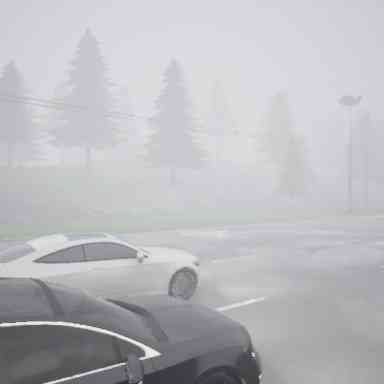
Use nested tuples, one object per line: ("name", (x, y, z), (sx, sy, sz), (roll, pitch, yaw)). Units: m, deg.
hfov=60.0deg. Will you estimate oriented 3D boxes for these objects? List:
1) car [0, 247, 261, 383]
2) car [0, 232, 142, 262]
("car", (-1.548, 1.505, 2.643), (4.892, 1.490, 1.837), (0, 0, -36))
("car", (-1.948, 1.537, 6.660), (4.674, 1.442, 1.812), (0, 0, -36))
